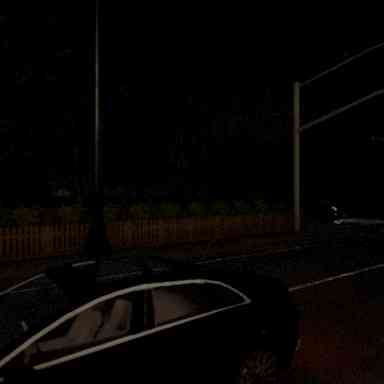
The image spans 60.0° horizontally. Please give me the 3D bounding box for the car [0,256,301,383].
[{"bbox_3d":[-0.999,1.492,3.261,4.902,1.511,2.128,0,0,-35],"label":"car"}]

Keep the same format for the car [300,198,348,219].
[{"bbox_3d":[11.077,1.345,28.846,2.097,1.767,4.553,0,0,-35],"label":"car"}]

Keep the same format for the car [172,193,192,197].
[{"bbox_3d":[-0.938,1.213,46.143,2.150,2.045,5.566,0,0,-35],"label":"car"}]
